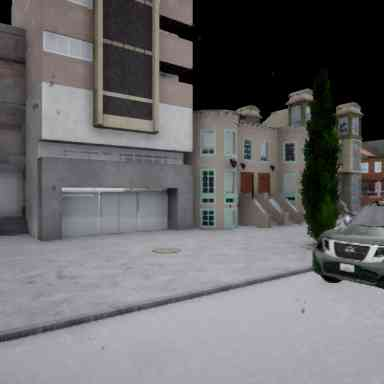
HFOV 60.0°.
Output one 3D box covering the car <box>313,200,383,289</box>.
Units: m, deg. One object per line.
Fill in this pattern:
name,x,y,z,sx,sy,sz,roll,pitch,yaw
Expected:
car,5.475,1.221,8.518,5.566,2.045,2.150,0,0,-36
